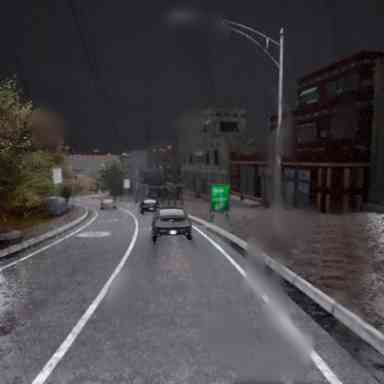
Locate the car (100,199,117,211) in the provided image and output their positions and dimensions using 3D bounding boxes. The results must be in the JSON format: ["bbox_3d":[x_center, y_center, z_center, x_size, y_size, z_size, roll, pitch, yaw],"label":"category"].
[{"bbox_3d":[-11.118,1.682,44.086,1.812,1.442,4.674,-2,0,-18],"label":"car"}]

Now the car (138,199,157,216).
[{"bbox_3d":[-4.539,1.477,34.823,1.882,1.535,5.008,-1,0,-14],"label":"car"}]

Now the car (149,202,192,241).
[{"bbox_3d":[-1.113,1.488,16.750,1.837,1.490,4.892,-1,0,-7],"label":"car"}]
